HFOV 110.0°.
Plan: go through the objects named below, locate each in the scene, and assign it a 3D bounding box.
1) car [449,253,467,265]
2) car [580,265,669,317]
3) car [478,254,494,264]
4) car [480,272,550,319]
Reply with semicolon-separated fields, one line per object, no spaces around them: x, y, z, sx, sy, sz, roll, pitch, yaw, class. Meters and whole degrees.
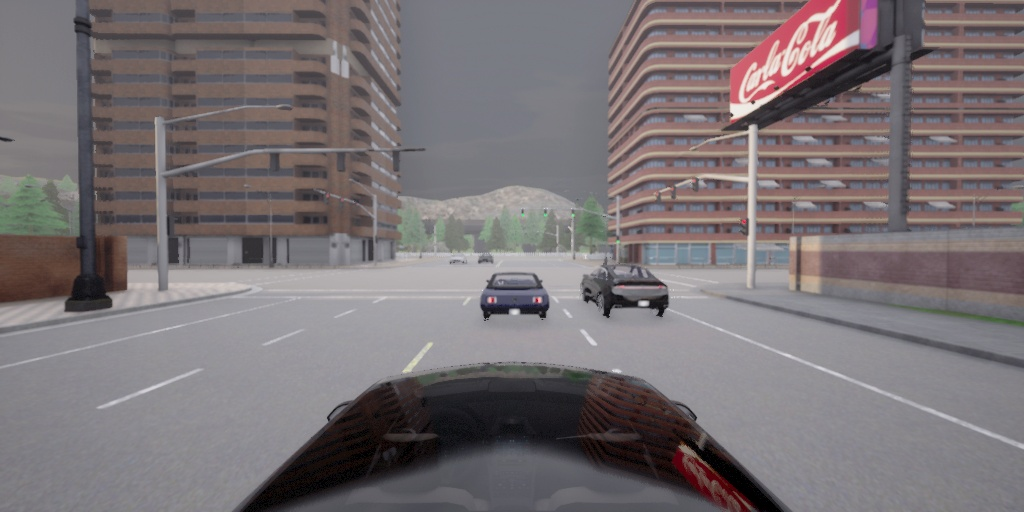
-7.077;0.371;47.454;1.812;1.442;4.674;0;1;0;car
3.582;1.035;12.160;2.128;1.511;4.902;0;1;0;car
-3.568;0.368;49.541;1.994;1.385;4.181;0;1;0;car
0.082;1.153;11.718;1.895;1.301;4.718;0;1;0;car
